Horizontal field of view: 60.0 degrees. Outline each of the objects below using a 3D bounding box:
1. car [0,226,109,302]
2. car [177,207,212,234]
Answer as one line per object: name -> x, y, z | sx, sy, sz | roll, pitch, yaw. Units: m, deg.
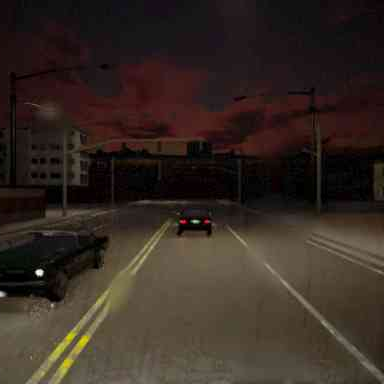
car -> -3.580, 1.599, 8.399 | 1.895, 1.301, 4.718 | 0, 0, 0
car -> 0.118, 1.542, 19.201 | 2.033, 1.411, 5.357 | 0, 0, -1
